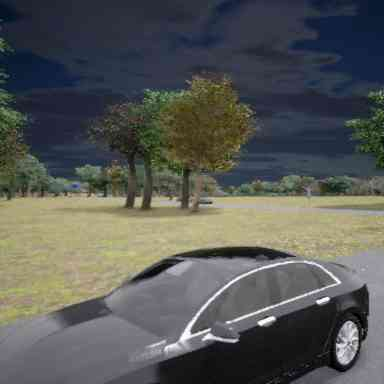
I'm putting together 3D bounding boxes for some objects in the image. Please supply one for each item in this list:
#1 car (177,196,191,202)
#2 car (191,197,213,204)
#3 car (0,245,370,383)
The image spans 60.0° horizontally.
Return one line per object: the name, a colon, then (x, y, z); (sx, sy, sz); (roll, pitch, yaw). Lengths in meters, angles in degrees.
car: (-1.515, 1.541, 71.985); (2.128, 1.511, 4.902); (1, 0, -34)
car: (2.330, 1.734, 66.234); (1.994, 1.385, 4.181); (1, -1, -33)
car: (0.293, 1.506, 4.080); (4.892, 1.490, 1.837); (0, 0, -36)
